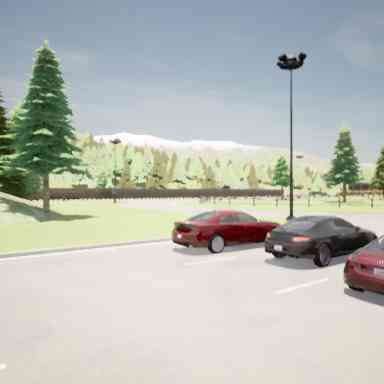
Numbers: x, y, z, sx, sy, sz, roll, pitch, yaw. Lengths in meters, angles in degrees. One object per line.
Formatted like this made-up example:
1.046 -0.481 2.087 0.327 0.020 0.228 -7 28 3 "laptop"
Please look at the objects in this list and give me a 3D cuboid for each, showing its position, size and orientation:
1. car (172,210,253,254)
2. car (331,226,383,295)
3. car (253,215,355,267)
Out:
1.565 1.458 13.517 5.008 1.535 1.882 0 0 -35 "car"
5.386 1.545 7.651 4.181 1.385 1.994 0 0 -34 "car"
4.457 1.503 11.272 4.674 1.442 1.812 0 0 -35 "car"
